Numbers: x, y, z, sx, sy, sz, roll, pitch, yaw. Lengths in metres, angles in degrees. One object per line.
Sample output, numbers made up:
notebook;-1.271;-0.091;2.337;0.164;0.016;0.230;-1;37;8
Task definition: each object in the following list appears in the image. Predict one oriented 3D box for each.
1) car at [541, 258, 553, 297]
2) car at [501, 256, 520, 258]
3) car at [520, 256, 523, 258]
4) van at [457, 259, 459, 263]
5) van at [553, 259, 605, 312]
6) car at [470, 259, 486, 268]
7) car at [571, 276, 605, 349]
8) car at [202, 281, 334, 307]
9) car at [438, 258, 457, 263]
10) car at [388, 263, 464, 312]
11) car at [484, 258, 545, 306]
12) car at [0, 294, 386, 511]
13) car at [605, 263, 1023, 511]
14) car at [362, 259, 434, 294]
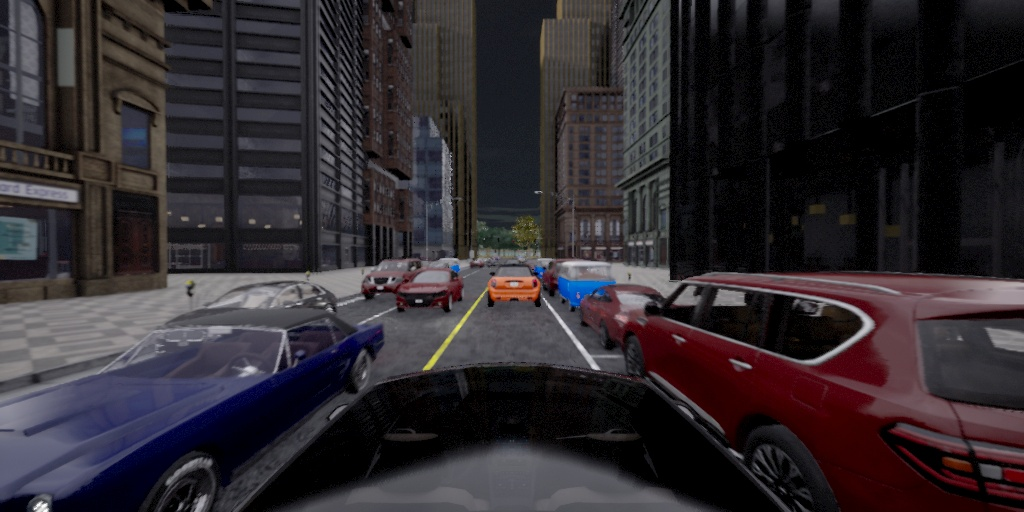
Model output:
car;2.777;1.064;19.054;2.192;1.841;5.009;0;0;0
car;0.072;1.098;43.139;2.097;1.767;4.553;0;0;0
car;2.359;1.099;42.977;2.097;1.767;4.553;0;0;0
van;-5.784;1.093;32.912;1.690;1.789;3.998;0;0;0
van;2.775;1.090;13.966;1.690;1.789;3.998;0;0;0
car;-5.802;1.286;58.998;1.888;1.381;4.507;0;0;0
car;2.773;1.331;8.879;1.802;1.307;4.207;0;0;0
car;-5.767;1.304;8.481;2.007;1.370;4.403;0;0;0
car;-5.780;1.193;28.026;1.967;1.591;4.097;0;0;0
car;-3.099;1.231;14.440;1.882;1.535;5.008;0;0;0
car;0.088;1.103;15.829;2.097;1.767;4.553;0;0;0
car;-3.096;1.353;3.937;1.895;1.301;4.718;0;0;0
car;2.770;1.063;3.791;2.192;1.841;5.009;0;0;0
car;-5.774;1.069;18.254;2.192;1.841;5.009;0;0;0
